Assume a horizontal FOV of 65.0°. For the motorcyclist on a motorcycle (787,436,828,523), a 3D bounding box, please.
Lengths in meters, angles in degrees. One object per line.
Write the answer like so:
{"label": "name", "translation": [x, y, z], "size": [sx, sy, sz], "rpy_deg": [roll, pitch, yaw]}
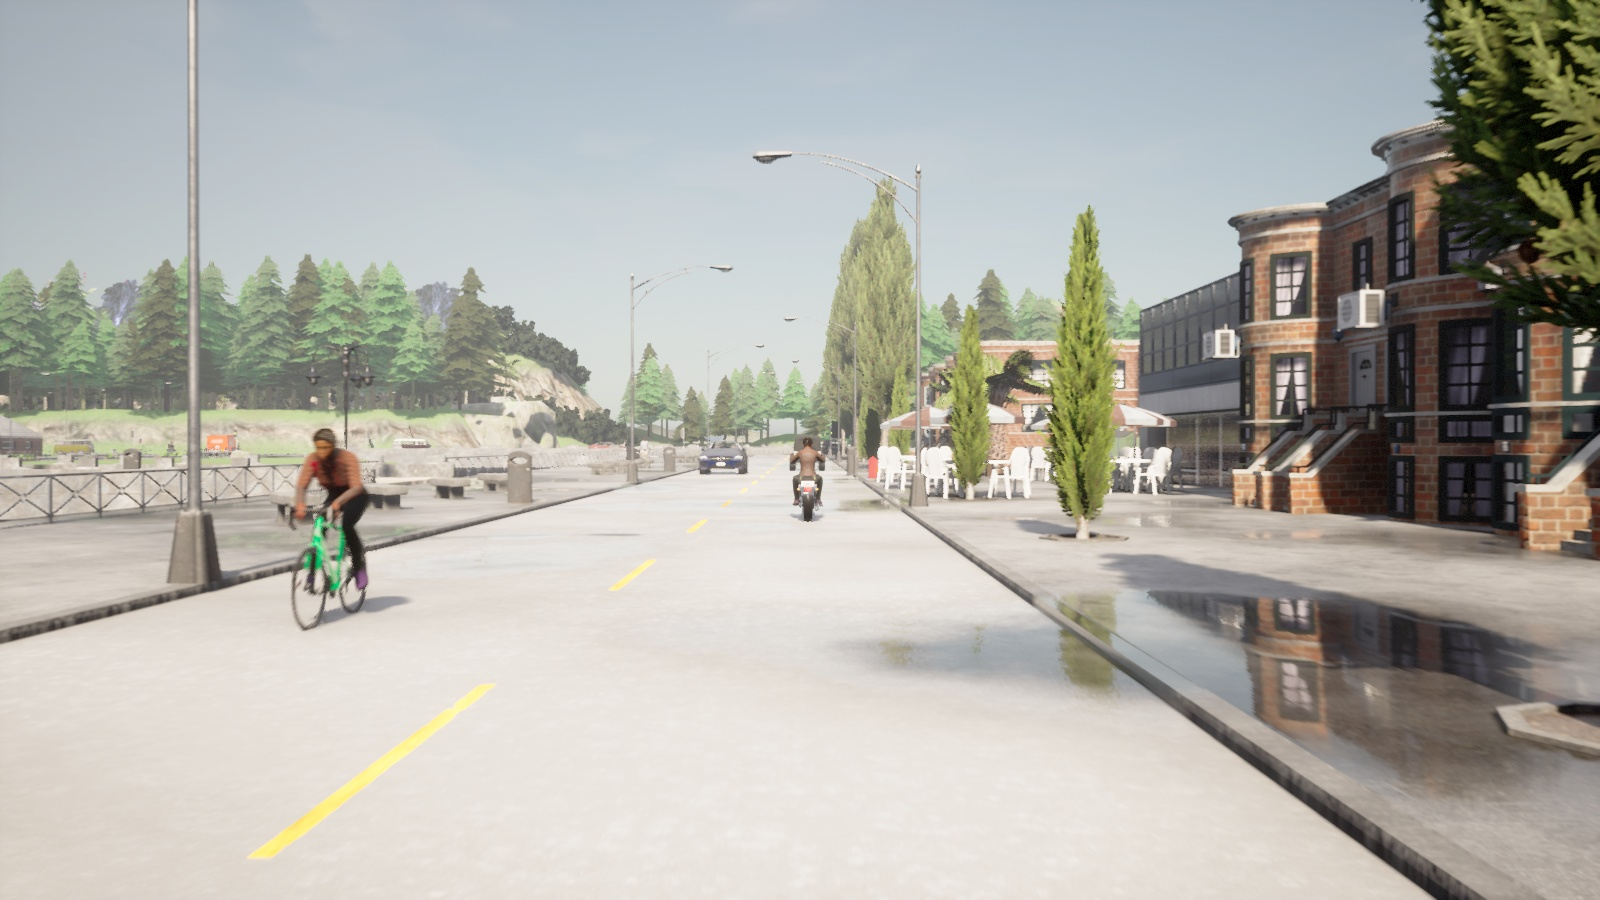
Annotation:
{"label": "motorcyclist on a motorcycle", "translation": [0.153, 0.557, 24.845], "size": [0.766, 1.649, 2.350], "rpy_deg": [0, 0, 0]}

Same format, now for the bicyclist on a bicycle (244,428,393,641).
{"label": "bicyclist on a bicycle", "translation": [-3.926, 0.638, 10.377], "size": [0.582, 1.620, 1.656], "rpy_deg": [0, 1, 0]}

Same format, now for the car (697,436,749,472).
{"label": "car", "translation": [-3.650, 0.183, 60.235], "size": [2.152, 1.651, 5.027], "rpy_deg": [0, 0, 0]}

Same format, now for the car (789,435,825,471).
{"label": "car", "translation": [0.396, 0.156, 68.611], "size": [1.905, 1.878, 3.866], "rpy_deg": [0, 0, 0]}
